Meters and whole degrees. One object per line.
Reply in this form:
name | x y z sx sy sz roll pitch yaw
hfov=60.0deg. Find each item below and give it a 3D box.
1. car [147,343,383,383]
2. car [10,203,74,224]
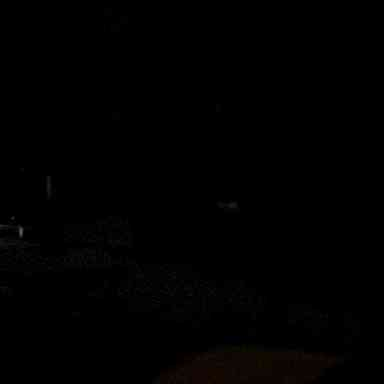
car | 1.655 1.524 1.676 4.829 1.417 1.752 0 -1 36
car | -11.870 1.701 26.654 1.837 1.490 4.892 -1 -1 36
